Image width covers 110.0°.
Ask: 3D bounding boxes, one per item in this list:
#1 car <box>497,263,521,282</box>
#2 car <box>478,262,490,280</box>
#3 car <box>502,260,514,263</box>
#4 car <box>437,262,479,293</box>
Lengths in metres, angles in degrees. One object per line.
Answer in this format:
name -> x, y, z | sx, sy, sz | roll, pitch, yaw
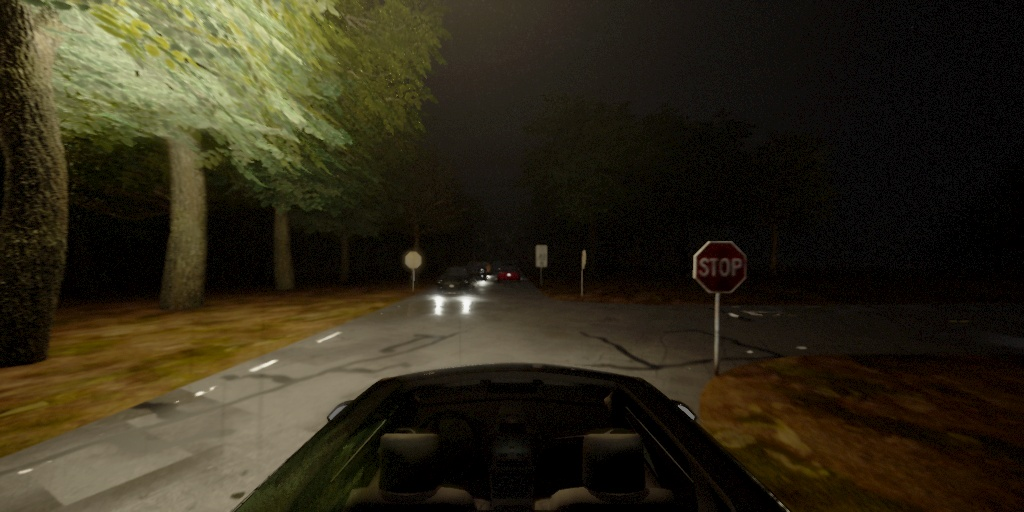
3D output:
car -> -0.271, 1.556, 31.789 | 1.994, 1.385, 4.181 | 0, 0, -1
car -> -3.490, 1.349, 34.130 | 2.097, 1.767, 4.553 | 0, 0, -1
car -> -0.762, 1.494, 65.269 | 2.097, 1.767, 4.553 | 0, 0, -1
car -> -3.358, 1.384, 22.300 | 1.882, 1.535, 5.008 | 1, 0, -1
